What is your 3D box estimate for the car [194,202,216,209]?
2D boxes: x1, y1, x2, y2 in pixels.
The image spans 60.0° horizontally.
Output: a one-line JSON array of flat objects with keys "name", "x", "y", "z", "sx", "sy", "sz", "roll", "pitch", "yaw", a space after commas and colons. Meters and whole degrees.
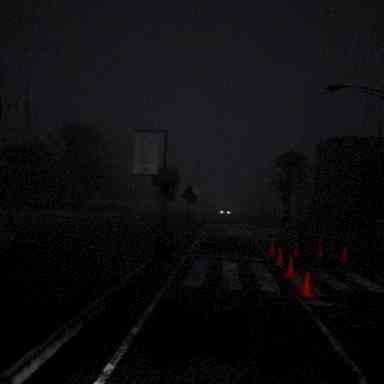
[{"name": "car", "x": 3.069, "y": 3.761, "z": 87.042, "sx": 4.892, "sy": 1.521, "sz": 2.231, "roll": 3, "pitch": -2, "yaw": 6}]

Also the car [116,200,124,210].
[{"name": "car", "x": -13.612, "y": 1.910, "z": 50.868, "sx": 4.892, "sy": 1.521, "sz": 2.231, "roll": 3, "pitch": -1, "yaw": 6}]

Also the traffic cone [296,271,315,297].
[{"name": "traffic cone", "x": 2.847, "y": 2.250, "z": 8.219, "sx": 0.340, "sy": 0.580, "sz": 0.340, "roll": 3, "pitch": -1, "yaw": 6}]

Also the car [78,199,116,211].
[{"name": "car", "x": -13.938, "y": 1.848, "z": 47.608, "sx": 4.674, "sy": 1.452, "sz": 2.002, "roll": 3, "pitch": -1, "yaw": 6}]

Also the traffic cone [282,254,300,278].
[{"name": "traffic cone", "x": 3.038, "y": 2.307, "z": 10.209, "sx": 0.340, "sy": 0.580, "sz": 0.340, "roll": 3, "pitch": -1, "yaw": 6}]

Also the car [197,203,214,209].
[{"name": "car", "x": 3.874, "y": 4.062, "z": 95.403, "sx": 4.892, "sy": 1.521, "sz": 2.231, "roll": 3, "pitch": -2, "yaw": 6}]

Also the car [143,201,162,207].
[{"name": "car", "x": -10.198, "y": 2.983, "z": 85.591, "sx": 5.008, "sy": 1.535, "sz": 2.097, "roll": 3, "pitch": -2, "yaw": 6}]

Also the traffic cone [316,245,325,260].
[{"name": "traffic cone", "x": 5.406, "y": 2.532, "z": 13.997, "sx": 0.340, "sy": 0.580, "sz": 0.340, "roll": 3, "pitch": -1, "yaw": 6}]

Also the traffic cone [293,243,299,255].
[{"name": "traffic cone", "x": 4.415, "y": 2.480, "z": 14.095, "sx": 0.340, "sy": 0.580, "sz": 0.340, "roll": 3, "pitch": -1, "yaw": 6}]

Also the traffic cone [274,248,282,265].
[{"name": "traffic cone", "x": 3.229, "y": 2.367, "z": 12.200, "sx": 0.340, "sy": 0.580, "sz": 0.340, "roll": 3, "pitch": -1, "yaw": 6}]

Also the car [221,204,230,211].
[{"name": "car", "x": 8.005, "y": 3.730, "z": 80.058, "sx": 2.097, "sy": 1.767, "sz": 4.553, "roll": 3, "pitch": -1, "yaw": 6}]

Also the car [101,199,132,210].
[{"name": "car", "x": -12.990, "y": 2.145, "z": 57.255, "sx": 4.674, "sy": 1.452, "sz": 2.002, "roll": 3, "pitch": -1, "yaw": 6}]

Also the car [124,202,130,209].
[{"name": "car", "x": -13.303, "y": 2.008, "z": 54.125, "sx": 5.008, "sy": 1.535, "sz": 2.097, "roll": 3, "pitch": -1, "yaw": 6}]
